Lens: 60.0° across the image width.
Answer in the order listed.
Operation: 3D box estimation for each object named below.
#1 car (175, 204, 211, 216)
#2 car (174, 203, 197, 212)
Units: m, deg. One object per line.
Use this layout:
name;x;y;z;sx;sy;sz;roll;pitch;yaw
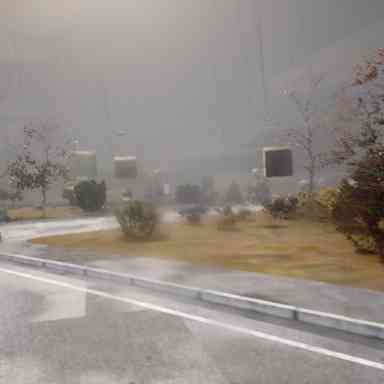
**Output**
car;0.368;2.163;39.780;1.895;1.301;4.718;-3;-2;32
car;-1.091;2.692;57.267;1.994;1.385;4.181;-3;-2;33
